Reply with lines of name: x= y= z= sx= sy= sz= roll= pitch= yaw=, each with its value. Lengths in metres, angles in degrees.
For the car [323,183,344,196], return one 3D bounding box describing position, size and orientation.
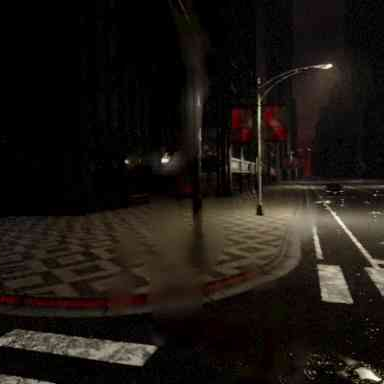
car: x=16.199 y=-0.291 z=38.198 sx=1.837 sy=1.490 sz=4.892 roll=0 pitch=4 yaw=18
